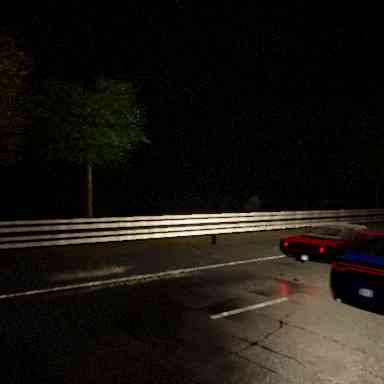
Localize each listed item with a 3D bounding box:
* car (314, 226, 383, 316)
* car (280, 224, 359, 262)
[{"bbox_3d":[5.001,1.585,7.039,5.008,1.535,1.882,1,-1,-34],"label":"car"},{"bbox_3d":[5.296,1.755,11.472,4.718,1.301,1.895,1,-1,-34],"label":"car"}]
